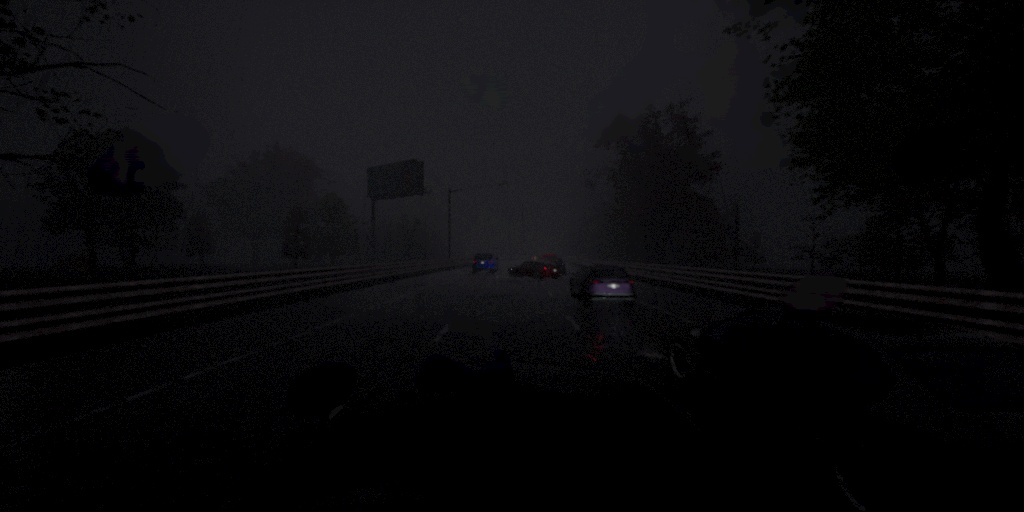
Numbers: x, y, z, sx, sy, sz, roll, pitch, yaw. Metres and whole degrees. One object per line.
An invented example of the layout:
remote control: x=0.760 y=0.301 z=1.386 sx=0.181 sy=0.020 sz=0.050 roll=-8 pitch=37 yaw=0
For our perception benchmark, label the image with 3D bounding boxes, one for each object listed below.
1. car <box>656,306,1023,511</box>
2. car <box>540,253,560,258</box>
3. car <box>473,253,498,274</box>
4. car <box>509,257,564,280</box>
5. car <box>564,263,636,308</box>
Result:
car: x=3.493 y=1.290 z=3.978 sx=2.033 sy=1.411 sz=5.357 roll=0 pitch=0 yaw=0
car: x=4.248 y=0.873 z=36.568 sx=2.097 sy=1.767 sz=4.553 roll=0 pitch=0 yaw=3
car: x=-2.690 y=0.723 z=37.206 sx=2.150 sy=2.045 sz=5.566 roll=0 pitch=0 yaw=3
car: x=1.735 y=1.072 z=28.460 sx=2.163 sy=1.488 sz=4.792 roll=0 pitch=1 yaw=-38
car: x=3.594 y=1.097 z=14.854 sx=2.033 sy=1.649 sz=4.856 roll=0 pitch=0 yaw=1
